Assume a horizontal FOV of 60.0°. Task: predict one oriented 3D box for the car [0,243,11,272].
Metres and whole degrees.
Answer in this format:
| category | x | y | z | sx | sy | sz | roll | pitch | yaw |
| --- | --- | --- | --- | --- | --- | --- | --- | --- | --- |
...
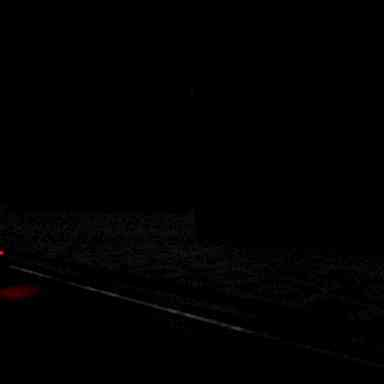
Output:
| category | x | y | z | sx | sy | sz | roll | pitch | yaw |
| --- | --- | --- | --- | --- | --- | --- | --- | --- | --- |
| car | -7.082 | 1.591 | 9.310 | 5.357 | 1.411 | 2.033 | 0 | 0 | 38 |
